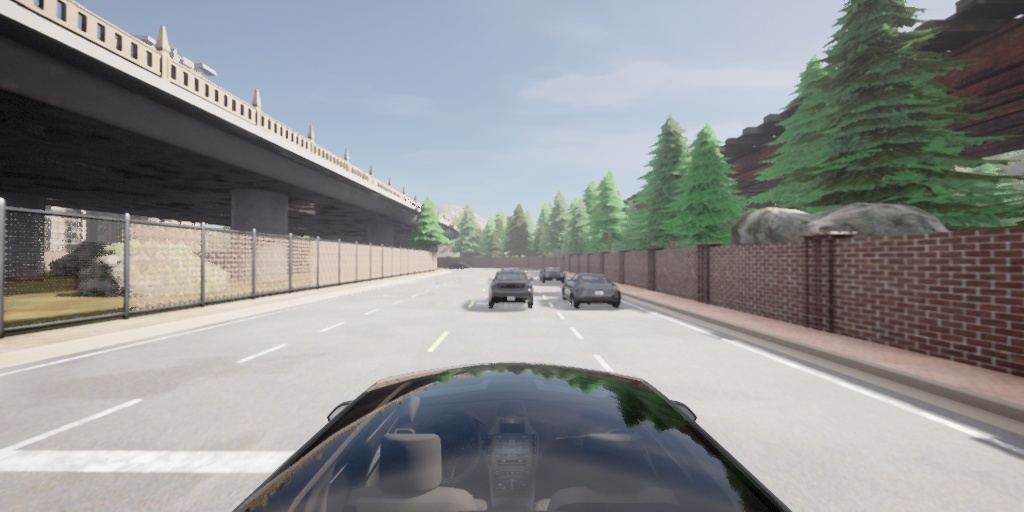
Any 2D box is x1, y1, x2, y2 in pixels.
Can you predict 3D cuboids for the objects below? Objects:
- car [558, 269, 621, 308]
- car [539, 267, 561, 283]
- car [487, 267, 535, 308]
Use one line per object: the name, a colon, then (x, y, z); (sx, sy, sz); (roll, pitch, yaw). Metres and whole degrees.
car: (3.459, 1.450, 16.220); (1.994, 1.385, 4.181); (0, 0, 0)
car: (3.400, 1.624, 30.978); (1.895, 1.301, 4.718); (0, 0, 0)
car: (-0.042, 1.393, 16.163); (1.837, 1.490, 4.892); (0, 0, 0)
